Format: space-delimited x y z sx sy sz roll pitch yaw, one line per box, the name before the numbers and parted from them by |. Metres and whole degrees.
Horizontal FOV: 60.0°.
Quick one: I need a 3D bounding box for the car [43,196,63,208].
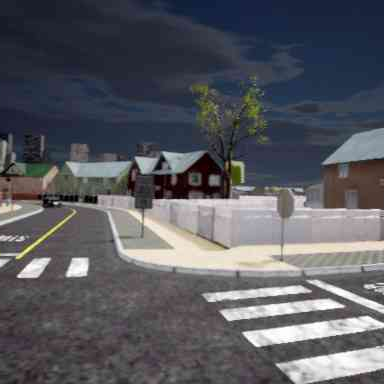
car | -18.419 1.262 43.945 2.128 1.511 4.902 3 -1 -33
